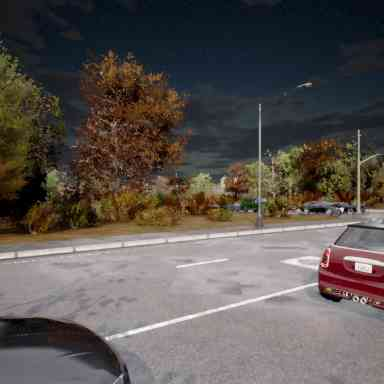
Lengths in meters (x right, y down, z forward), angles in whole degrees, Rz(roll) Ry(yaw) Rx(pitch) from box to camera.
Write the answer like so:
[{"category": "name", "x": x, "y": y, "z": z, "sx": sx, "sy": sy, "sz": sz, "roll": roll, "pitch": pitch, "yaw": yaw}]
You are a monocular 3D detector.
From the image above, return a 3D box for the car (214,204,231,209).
[{"category": "car", "x": 3.626, "y": 2.635, "z": 52.773, "sx": 1.895, "sy": 1.301, "sz": 4.718, "roll": 0, "pitch": -3, "yaw": -32}]

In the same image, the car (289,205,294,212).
[{"category": "car", "x": 12.107, "y": 2.009, "z": 45.779, "sx": 1.882, "sy": 1.535, "sz": 5.008, "roll": 0, "pitch": -3, "yaw": -32}]

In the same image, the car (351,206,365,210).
[{"category": "car", "x": 17.093, "y": 1.826, "z": 37.790, "sx": 1.895, "sy": 1.301, "sz": 4.718, "roll": 0, "pitch": -1, "yaw": -32}]

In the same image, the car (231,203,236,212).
[{"category": "car", "x": 6.896, "y": 2.563, "z": 54.135, "sx": 2.033, "sy": 1.411, "sz": 5.357, "roll": 0, "pitch": -3, "yaw": -32}]

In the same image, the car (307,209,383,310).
[{"category": "car", "x": 4.773, "y": 1.362, "z": 7.098, "sx": 4.553, "sy": 1.767, "sz": 2.097, "roll": 0, "pitch": 0, "yaw": -35}]

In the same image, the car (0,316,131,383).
[{"category": "car", "x": -2.718, "y": 1.492, "z": 1.814, "sx": 4.902, "sy": 1.511, "sz": 2.128, "roll": 0, "pitch": 0, "yaw": -35}]

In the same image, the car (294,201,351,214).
[{"category": "car", "x": 14.052, "y": 1.708, "z": 36.044, "sx": 2.128, "sy": 1.511, "sz": 4.902, "roll": 0, "pitch": -1, "yaw": -32}]

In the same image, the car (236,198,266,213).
[{"category": "car", "x": 8.823, "y": 1.767, "z": 44.433, "sx": 2.150, "sy": 2.045, "sz": 5.566, "roll": 0, "pitch": -3, "yaw": -32}]
